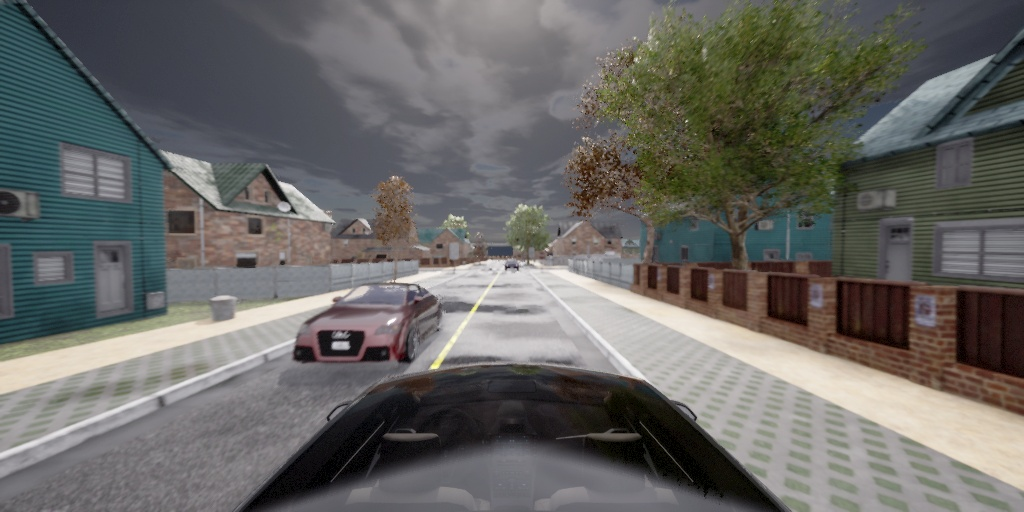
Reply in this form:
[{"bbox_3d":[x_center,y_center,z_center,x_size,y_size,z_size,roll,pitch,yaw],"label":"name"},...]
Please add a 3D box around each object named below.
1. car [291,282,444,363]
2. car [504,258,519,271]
[{"bbox_3d":[-2.816,1.285,7.924,1.994,1.385,4.181,0,0,1],"label":"car"},{"bbox_3d":[-0.017,1.187,46.630,1.895,1.301,4.718,0,0,0],"label":"car"}]
